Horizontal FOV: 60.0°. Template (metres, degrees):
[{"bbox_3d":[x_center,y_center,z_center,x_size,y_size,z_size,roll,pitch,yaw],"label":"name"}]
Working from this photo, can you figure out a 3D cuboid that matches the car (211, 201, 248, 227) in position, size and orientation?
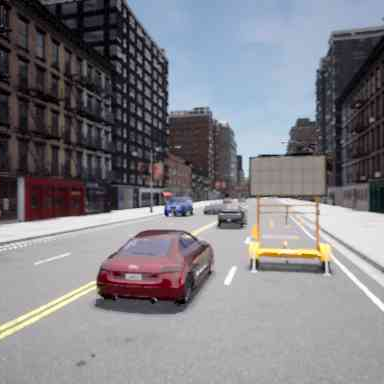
[{"bbox_3d":[3.056,1.710,24.646,2.128,1.511,4.902,0,-1,13],"label":"car"}]

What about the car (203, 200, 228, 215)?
[{"bbox_3d":[2.541,1.910,37.735,1.994,1.385,4.181,0,-1,13],"label":"car"}]

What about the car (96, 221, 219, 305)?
[{"bbox_3d":[-0.685,1.648,8.462,1.994,1.385,4.181,0,-1,13],"label":"car"}]

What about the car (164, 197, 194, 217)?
[{"bbox_3d":[-1.303,1.566,35.560,2.150,2.045,5.566,0,-1,13],"label":"car"}]

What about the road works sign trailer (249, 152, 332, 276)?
[{"bbox_3d":[3.087,0.552,10.827,2.380,3.560,2.880,0,-1,13],"label":"road works sign trailer"}]

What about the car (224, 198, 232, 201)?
[{"bbox_3d":[8.111,2.101,75.829,1.882,1.535,5.008,0,-1,13],"label":"car"}]
